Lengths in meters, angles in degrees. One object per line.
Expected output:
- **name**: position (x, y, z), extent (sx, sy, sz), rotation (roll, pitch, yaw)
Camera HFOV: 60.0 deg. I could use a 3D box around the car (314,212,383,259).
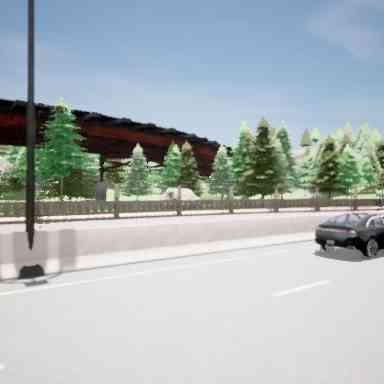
- **car**: position (6.823, 1.547, 12.914), extent (4.902, 1.511, 2.128), rotation (0, 0, -34)
